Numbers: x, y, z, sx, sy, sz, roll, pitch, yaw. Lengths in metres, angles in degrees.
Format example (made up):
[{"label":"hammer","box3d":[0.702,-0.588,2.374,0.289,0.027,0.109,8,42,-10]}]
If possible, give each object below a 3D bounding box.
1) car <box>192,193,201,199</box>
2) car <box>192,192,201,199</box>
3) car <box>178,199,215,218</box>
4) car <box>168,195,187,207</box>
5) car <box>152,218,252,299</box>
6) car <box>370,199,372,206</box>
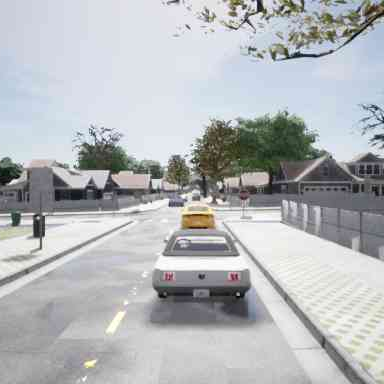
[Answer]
[{"label":"car","box3d":[1.000,1.308,74.952,2.128,1.511,4.902,0,0,1]},{"label":"car","box3d":[1.140,0.951,85.340,2.097,1.767,4.553,0,0,1]},{"label":"car","box3d":[0.355,1.448,19.953,1.882,1.535,5.008,0,0,1]},{"label":"car","box3d":[-2.217,1.230,47.349,2.097,1.767,4.553,0,0,1]},{"label":"car","box3d":[0.209,1.594,8.415,1.895,1.301,4.718,0,0,1]},{"label":"car","box3d":[20.035,0.828,32.889,4.902,1.511,2.128,-2,0,0]}]
